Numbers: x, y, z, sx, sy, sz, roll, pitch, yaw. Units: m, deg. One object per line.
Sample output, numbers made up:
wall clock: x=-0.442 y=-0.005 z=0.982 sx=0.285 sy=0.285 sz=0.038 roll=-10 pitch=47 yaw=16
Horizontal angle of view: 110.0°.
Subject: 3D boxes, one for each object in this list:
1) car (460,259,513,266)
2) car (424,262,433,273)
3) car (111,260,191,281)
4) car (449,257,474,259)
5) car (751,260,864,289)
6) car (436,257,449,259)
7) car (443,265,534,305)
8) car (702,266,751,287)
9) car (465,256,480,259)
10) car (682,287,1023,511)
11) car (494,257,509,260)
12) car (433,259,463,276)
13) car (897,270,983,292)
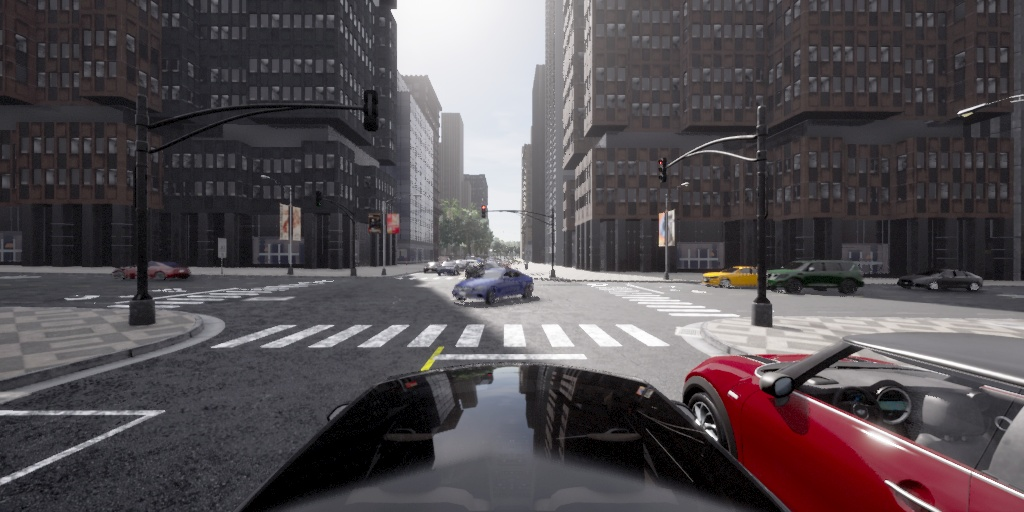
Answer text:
car: x=-1.971 y=1.264 z=29.802 sx=1.812 sy=1.442 sz=4.674 roll=-1 pitch=1 yaw=-43
car: x=-9.436 y=1.330 z=43.442 sx=1.948 sy=1.339 sz=4.313 roll=0 pitch=0 yaw=-1
car: x=-25.153 y=0.986 z=25.105 sx=4.181 sy=1.385 sz=1.994 roll=1 pitch=0 yaw=-1
car: x=-6.840 y=1.268 z=48.618 sx=2.128 sy=1.511 sz=4.902 roll=0 pitch=0 yaw=-1
car: x=18.602 y=1.269 z=22.426 sx=5.566 sy=2.045 sz=2.150 roll=1 pitch=0 yaw=0
car: x=-9.511 y=1.092 z=48.868 sx=2.192 sy=1.841 sz=5.009 roll=0 pitch=0 yaw=-1
car: x=-0.706 y=1.291 z=16.406 sx=1.812 sy=1.442 sz=4.674 roll=0 pitch=-1 yaw=34
car: x=16.309 y=1.488 z=25.648 sx=5.008 sy=1.535 sz=1.882 roll=1 pitch=0 yaw=-1
car: x=-6.972 y=1.024 z=59.249 sx=2.150 sy=2.045 sz=5.566 roll=0 pitch=0 yaw=0
car: x=2.761 y=1.190 z=2.192 sx=1.967 sy=1.591 sz=4.097 roll=0 pitch=0 yaw=0
car: x=-0.912 y=1.204 z=43.557 sx=1.967 sy=1.591 sz=4.097 roll=0 pitch=0 yaw=-1
car: x=-6.690 y=1.299 z=38.351 sx=2.033 sy=1.411 sz=5.357 roll=0 pitch=0 yaw=-1
car: x=30.776 y=1.725 z=25.838 sx=4.892 sy=1.490 sz=1.837 roll=1 pitch=0 yaw=-1
